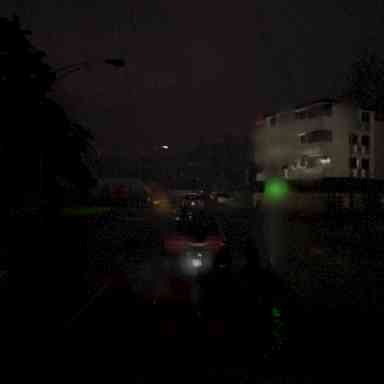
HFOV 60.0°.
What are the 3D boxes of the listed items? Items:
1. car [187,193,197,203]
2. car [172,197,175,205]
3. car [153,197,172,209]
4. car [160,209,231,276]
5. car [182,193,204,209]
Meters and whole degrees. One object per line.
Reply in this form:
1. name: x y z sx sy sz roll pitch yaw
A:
1. car: 0.001 1.228 69.440 2.150 2.045 5.566 0 0 0
2. car: -4.032 1.553 61.217 2.033 1.411 5.357 0 0 1
3. car: -4.088 1.481 44.378 1.882 1.535 5.008 0 0 0
4. car: 0.086 1.492 10.386 2.128 1.511 4.902 0 0 0
5. car: 0.102 1.221 35.351 2.150 2.045 5.566 0 0 0
